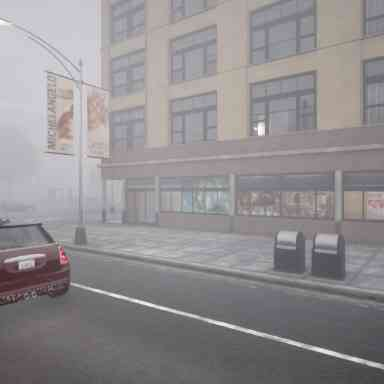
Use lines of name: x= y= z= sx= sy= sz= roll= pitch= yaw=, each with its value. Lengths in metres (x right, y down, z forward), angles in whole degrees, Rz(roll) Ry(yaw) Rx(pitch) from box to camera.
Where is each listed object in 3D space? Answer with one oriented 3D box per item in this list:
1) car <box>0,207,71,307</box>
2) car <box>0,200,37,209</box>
car: x=-4.763 y=1.352 z=7.369 sx=4.553 sy=1.767 sz=2.097 roll=0 pitch=0 yaw=36
car: x=-17.624 y=1.491 z=32.416 sx=2.128 sy=1.511 sz=4.902 roll=0 pitch=0 yaw=36
